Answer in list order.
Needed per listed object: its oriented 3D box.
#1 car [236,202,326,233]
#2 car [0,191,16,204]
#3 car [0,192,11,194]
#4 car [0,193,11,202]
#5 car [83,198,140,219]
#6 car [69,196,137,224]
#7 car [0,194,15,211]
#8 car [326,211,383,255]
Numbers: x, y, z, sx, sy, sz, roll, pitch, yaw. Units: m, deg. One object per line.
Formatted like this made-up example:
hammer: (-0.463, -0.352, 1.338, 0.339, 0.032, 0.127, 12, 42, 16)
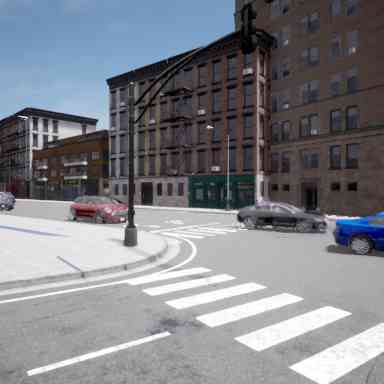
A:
car: (4.856, 1.345, 18.372, 4.902, 1.511, 2.128, 1, 0, 30)
car: (-27.583, 0.786, 48.232, 4.553, 1.767, 2.097, 1, 0, 41)
car: (-22.927, 0.985, 39.640, 4.902, 1.511, 2.128, 1, 0, 41)
car: (-33.140, 0.897, 57.609, 4.674, 1.442, 1.812, 1, 0, 43)
car: (-6.409, 1.225, 26.152, 4.674, 1.442, 1.812, 1, 0, 38)
car: (-6.044, 1.069, 21.765, 4.553, 1.767, 2.097, 1, 0, 38)
car: (-18.846, 1.116, 31.975, 4.181, 1.385, 1.994, 1, 0, 40)
car: (7.615, 1.457, 11.535, 5.008, 1.535, 1.882, 1, 2, 36)
